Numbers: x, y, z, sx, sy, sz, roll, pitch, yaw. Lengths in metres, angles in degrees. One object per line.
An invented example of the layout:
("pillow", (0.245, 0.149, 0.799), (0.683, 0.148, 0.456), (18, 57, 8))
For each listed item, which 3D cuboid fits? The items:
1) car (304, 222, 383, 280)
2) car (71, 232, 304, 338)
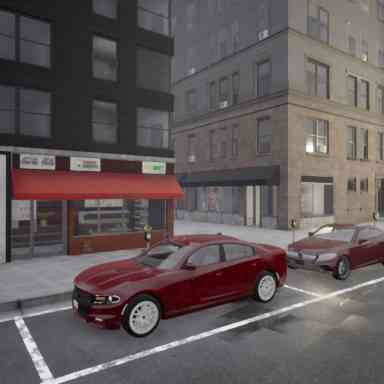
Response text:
("car", (4.497, 1.577, 9.832), (4.206, 1.307, 1.802), (0, 0, -35))
("car", (-0.029, 1.545, 6.617), (4.507, 1.381, 1.887), (0, 0, -35))
